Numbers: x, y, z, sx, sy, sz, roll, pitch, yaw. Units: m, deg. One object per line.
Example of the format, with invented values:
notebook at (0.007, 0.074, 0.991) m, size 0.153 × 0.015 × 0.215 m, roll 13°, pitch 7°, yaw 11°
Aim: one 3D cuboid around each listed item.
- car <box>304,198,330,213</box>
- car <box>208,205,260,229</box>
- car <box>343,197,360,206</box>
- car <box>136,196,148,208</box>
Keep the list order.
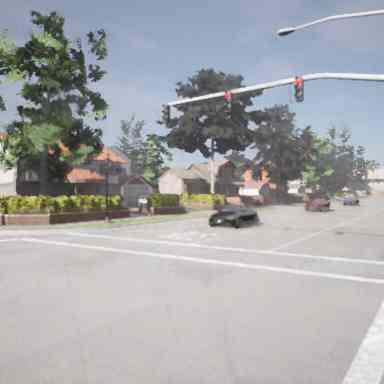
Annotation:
car at (14.345, 1.475, 37.912) m, size 1.882 × 1.535 × 5.008 m, roll 0°, pitch 0°, yaw 35°
car at (2.767, 1.561, 21.602) m, size 1.994 × 1.385 × 4.181 m, roll 0°, pitch 0°, yaw 35°
car at (25.949, 1.572, 54.097) m, size 2.033 × 1.411 × 5.357 m, roll 0°, pitch 0°, yaw 35°
car at (-4.813, 1.166, 39.937) m, size 3.806 × 1.475 × 1.970 m, roll 0°, pitch 0°, yaw 36°
